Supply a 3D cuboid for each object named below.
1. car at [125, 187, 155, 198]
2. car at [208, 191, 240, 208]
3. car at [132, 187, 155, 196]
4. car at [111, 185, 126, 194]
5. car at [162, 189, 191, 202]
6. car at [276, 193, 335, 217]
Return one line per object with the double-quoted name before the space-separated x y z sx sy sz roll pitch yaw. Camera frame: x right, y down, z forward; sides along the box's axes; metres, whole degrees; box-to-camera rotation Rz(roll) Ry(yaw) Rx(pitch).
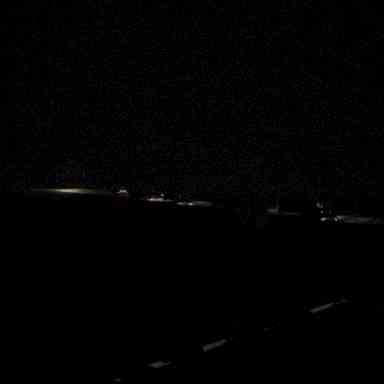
"car" -7.844 0.177 50.467 1.895 1.301 4.718 -3 4 -35
"car" 3.677 0.716 34.037 2.128 1.511 4.902 -3 4 -35
"car" -8.224 -0.106 56.039 1.895 1.301 4.718 -3 4 -35
"car" -14.097 -0.513 64.362 2.128 1.511 4.902 -3 4 -35
"car" -2.086 0.399 42.230 1.837 1.490 4.892 -3 4 -35
"car" 8.986 0.883 26.513 2.097 1.767 4.553 -3 4 -35
